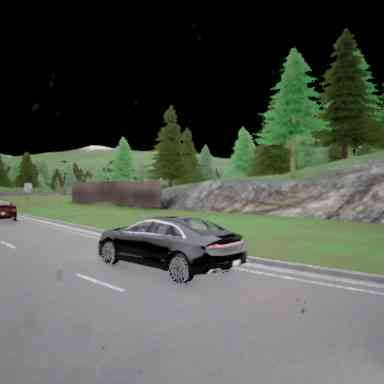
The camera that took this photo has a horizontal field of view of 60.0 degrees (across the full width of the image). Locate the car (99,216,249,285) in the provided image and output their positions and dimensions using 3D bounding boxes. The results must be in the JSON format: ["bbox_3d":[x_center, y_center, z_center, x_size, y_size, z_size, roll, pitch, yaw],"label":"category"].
[{"bbox_3d":[-0.747,1.429,9.451,4.902,1.511,2.128,1,1,42],"label":"car"}]

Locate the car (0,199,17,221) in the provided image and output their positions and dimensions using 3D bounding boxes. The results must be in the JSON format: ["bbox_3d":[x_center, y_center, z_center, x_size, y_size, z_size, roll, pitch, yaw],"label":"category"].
[{"bbox_3d":[-13.736,1.216,23.172,1.882,1.535,5.008,0,0,-42],"label":"car"}]
